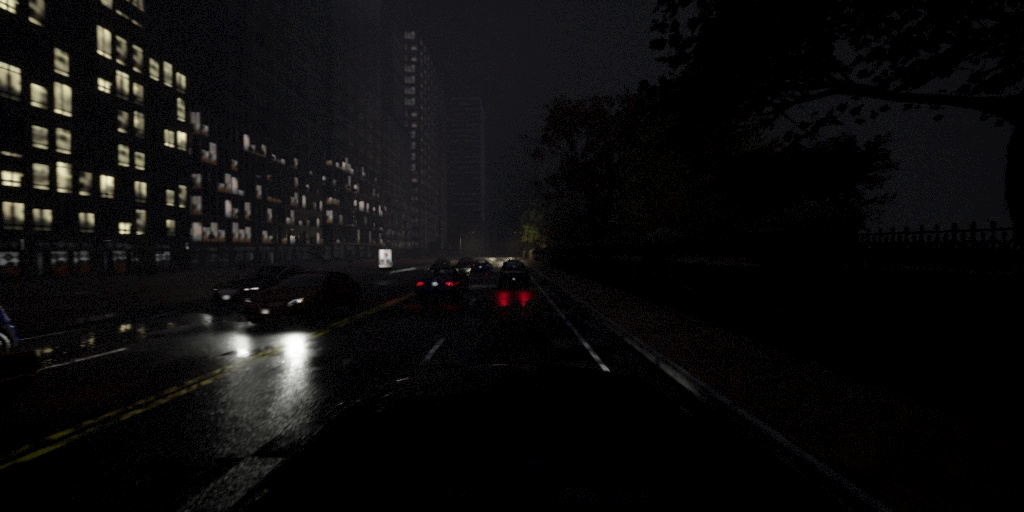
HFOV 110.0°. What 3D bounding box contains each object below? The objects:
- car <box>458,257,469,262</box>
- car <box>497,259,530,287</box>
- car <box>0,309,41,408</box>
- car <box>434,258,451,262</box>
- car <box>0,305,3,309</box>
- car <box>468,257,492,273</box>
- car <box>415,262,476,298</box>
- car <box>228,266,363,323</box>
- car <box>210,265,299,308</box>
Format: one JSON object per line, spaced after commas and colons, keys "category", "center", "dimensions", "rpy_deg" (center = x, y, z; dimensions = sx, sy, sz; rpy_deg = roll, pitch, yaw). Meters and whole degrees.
{"category": "car", "center": [-6.548, 0.850, 50.991], "dimensions": [1.882, 1.535, 5.008], "rpy_deg": [0, 1, 0]}
{"category": "car", "center": [0.099, 1.078, 22.685], "dimensions": [2.128, 1.511, 4.902], "rpy_deg": [0, 1, 0]}
{"category": "car", "center": [-6.595, 1.345, 2.009], "dimensions": [1.895, 1.301, 4.718], "rpy_deg": [0, 0, 0]}
{"category": "car", "center": [-9.791, 0.921, 50.601], "dimensions": [2.033, 1.411, 5.357], "rpy_deg": [0, 0, 1]}
{"category": "car", "center": [-9.839, 1.076, 4.327], "dimensions": [2.097, 1.767, 4.553], "rpy_deg": [0, 0, 0]}
{"category": "car", "center": [-3.159, 1.035, 37.787], "dimensions": [1.994, 1.385, 4.181], "rpy_deg": [0, 0, 0]}
{"category": "car", "center": [-3.184, 1.174, 17.275], "dimensions": [2.033, 1.411, 5.357], "rpy_deg": [0, 0, 0]}
{"category": "car", "center": [-6.566, 1.192, 11.884], "dimensions": [1.812, 1.442, 4.674], "rpy_deg": [0, 0, 0]}
{"category": "car", "center": [-9.799, 1.134, 14.753], "dimensions": [2.128, 1.511, 4.902], "rpy_deg": [0, 0, 0]}
